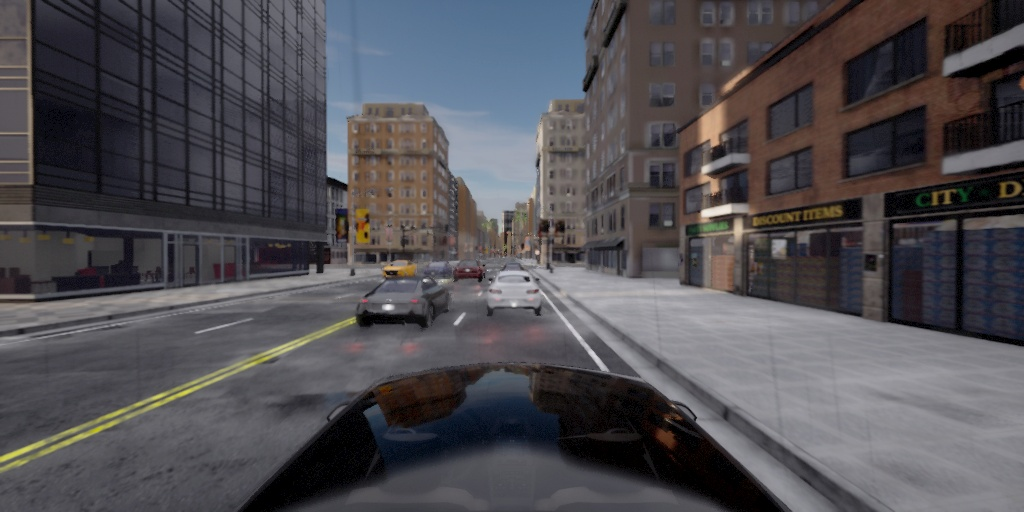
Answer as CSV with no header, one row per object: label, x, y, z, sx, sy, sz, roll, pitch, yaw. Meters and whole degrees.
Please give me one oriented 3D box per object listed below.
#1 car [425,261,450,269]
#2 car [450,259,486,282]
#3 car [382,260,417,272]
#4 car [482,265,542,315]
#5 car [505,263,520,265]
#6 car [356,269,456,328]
car,-6.611,1.189,32.262,1.812,1.442,4.674,0,0,0
car,-3.188,1.027,28.035,2.097,1.767,4.553,0,0,0
car,-9.861,1.143,31.770,1.882,1.535,5.008,0,0,0
car,0.077,1.241,13.323,1.812,1.442,4.674,0,0,0
car,0.066,1.235,28.757,1.994,1.385,4.181,0,0,0
car,-3.179,1.287,11.247,1.994,1.385,4.181,0,0,0
